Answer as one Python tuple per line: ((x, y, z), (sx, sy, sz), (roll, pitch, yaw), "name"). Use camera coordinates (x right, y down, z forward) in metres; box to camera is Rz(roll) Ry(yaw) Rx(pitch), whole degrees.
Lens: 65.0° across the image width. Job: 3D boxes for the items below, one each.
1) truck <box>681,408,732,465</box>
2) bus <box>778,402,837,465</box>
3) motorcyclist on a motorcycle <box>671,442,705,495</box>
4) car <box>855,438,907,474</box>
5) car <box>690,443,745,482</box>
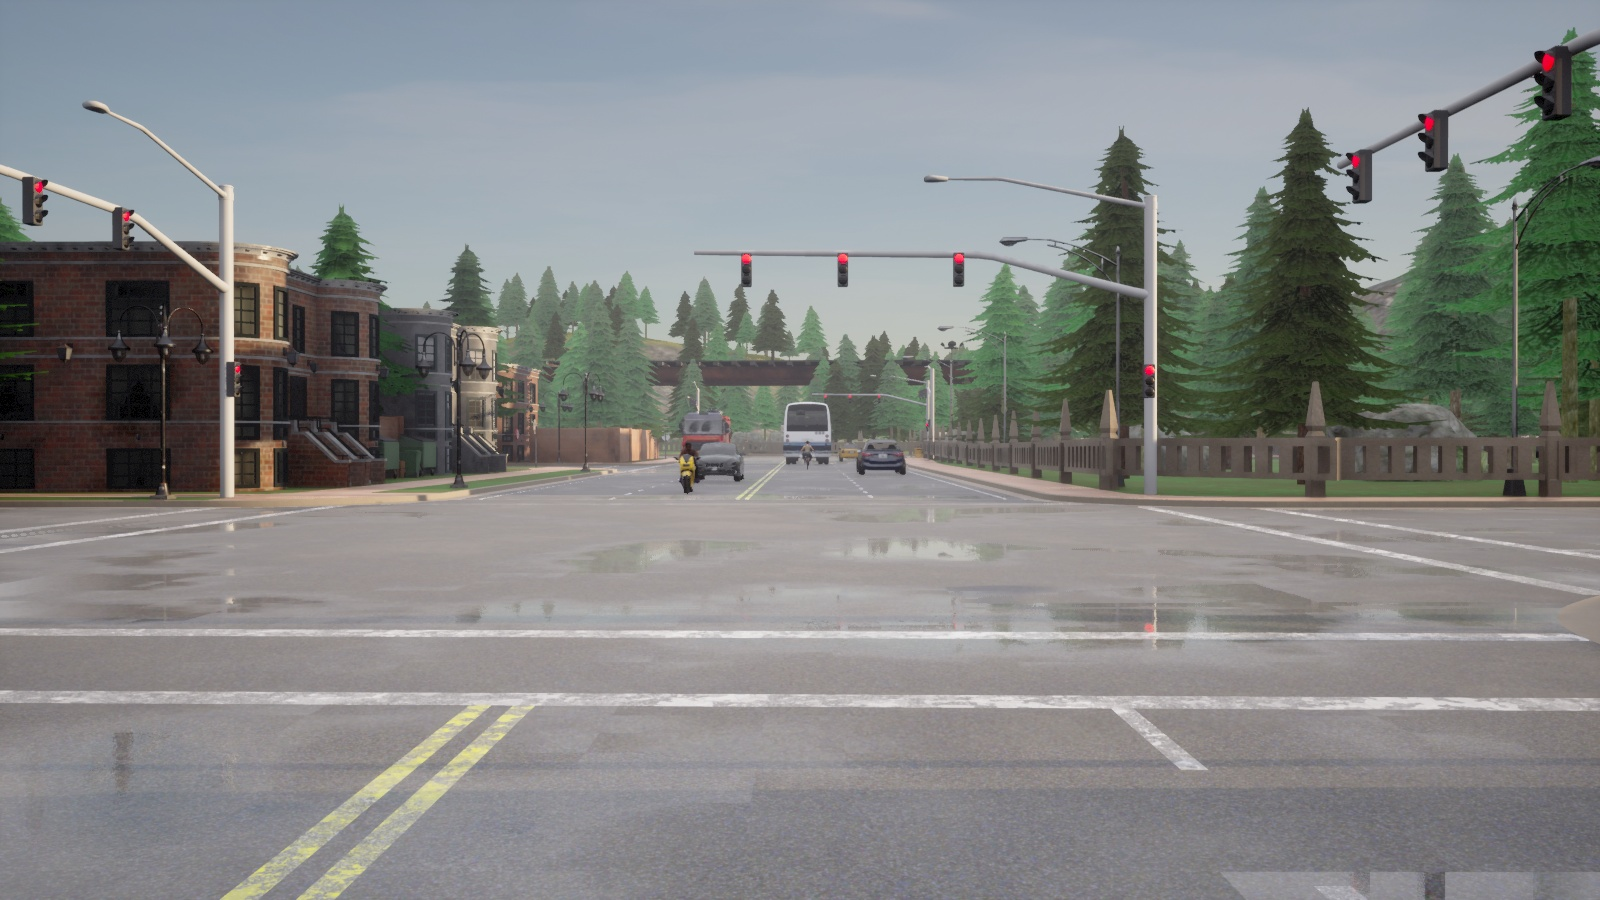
((-6.486, -0.920, 88.016), (2.891, 3.827, 8.468), (0, 0, 0), "truck")
((0.524, -1.136, 89.810), (3.944, 4.253, 10.273), (0, 0, 0), "bus")
((-3.276, 0.518, 36.889), (0.797, 1.523, 2.044), (0, 0, 0), "motorcyclist on a motorcycle")
((3.857, 0.253, 60.417), (2.242, 1.667, 4.611), (0, 0, 0), "car")
((-3.205, 0.470, 49.564), (1.837, 1.490, 4.892), (0, 0, 0), "car")
